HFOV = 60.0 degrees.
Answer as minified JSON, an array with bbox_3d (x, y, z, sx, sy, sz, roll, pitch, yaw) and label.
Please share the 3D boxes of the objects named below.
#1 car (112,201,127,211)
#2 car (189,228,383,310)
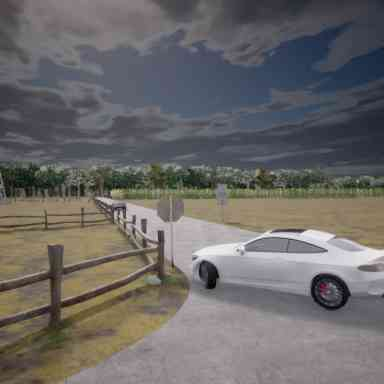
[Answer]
[{"bbox_3d":[-10.882,1.986,49.471,2.033,1.411,5.357,-2,0,-18],"label":"car"},{"bbox_3d":[2.117,1.616,7.965,4.674,1.442,1.812,-2,0,35],"label":"car"}]
